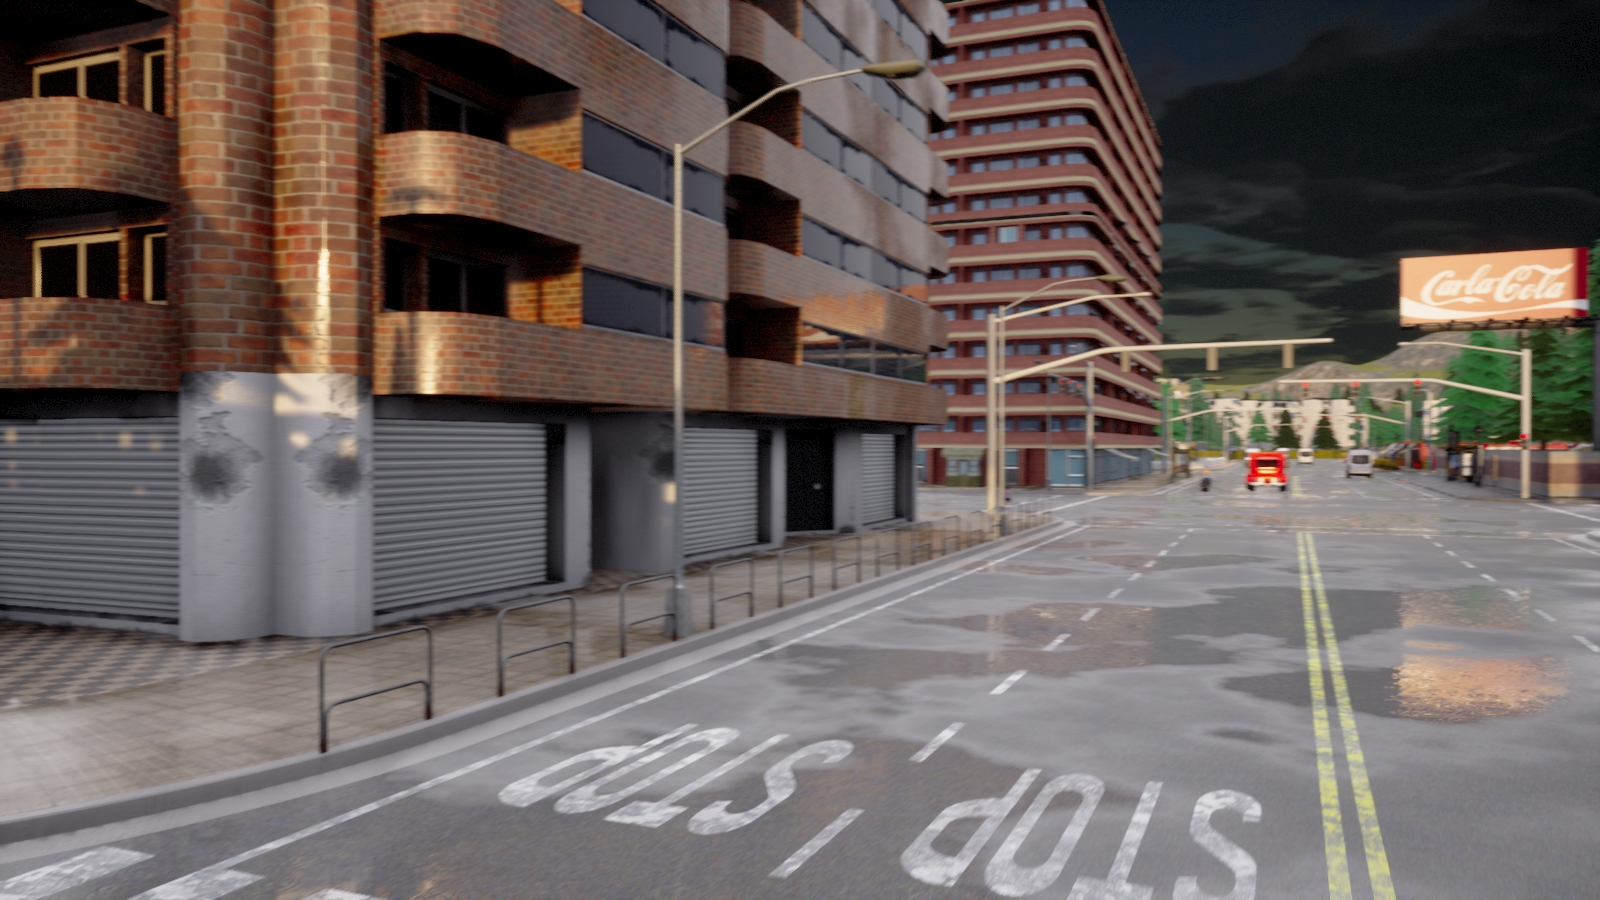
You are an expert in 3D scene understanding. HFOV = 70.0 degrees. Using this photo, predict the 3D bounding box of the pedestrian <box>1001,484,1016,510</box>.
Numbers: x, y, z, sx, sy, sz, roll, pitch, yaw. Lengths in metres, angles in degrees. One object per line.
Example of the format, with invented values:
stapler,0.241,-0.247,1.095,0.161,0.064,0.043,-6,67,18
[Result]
pedestrian,9.219,2.079,50.548,0.500,1.100,0.500,0,0,28
